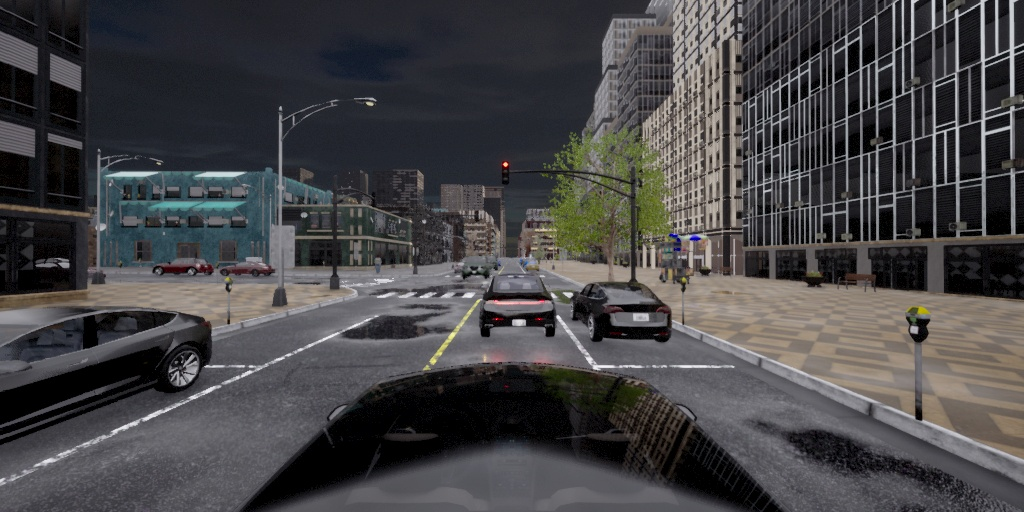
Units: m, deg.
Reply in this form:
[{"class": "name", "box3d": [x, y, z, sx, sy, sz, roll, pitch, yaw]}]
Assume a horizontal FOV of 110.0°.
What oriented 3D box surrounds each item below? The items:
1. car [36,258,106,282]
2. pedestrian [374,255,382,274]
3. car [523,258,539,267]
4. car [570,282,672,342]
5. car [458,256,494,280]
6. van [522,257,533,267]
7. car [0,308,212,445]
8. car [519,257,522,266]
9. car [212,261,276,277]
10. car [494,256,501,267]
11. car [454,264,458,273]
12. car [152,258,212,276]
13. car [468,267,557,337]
[{"class": "car", "box3d": [-28.241, 0.980, 22.519, 4.207, 1.307, 1.802, 0, 0, -1]}, {"class": "pedestrian", "box3d": [-12.734, 0.789, 34.060, 0.375, 1.860, 0.375, 0, -1, -1]}, {"class": "car", "box3d": [2.712, 1.278, 47.771, 1.751, 1.417, 4.829, 0, 0, 0]}, {"class": "car", "box3d": [2.694, 1.316, 9.572, 1.948, 1.339, 4.313, 0, 0, 0]}, {"class": "car", "box3d": [-3.082, 0.976, 31.896, 2.150, 2.045, 5.566, 0, 0, 0]}, {"class": "van", "box3d": [2.715, 1.094, 53.153, 1.690, 1.789, 3.998, 0, 0, 0]}, {"class": "car", "box3d": [-5.689, 1.316, 4.036, 1.948, 1.339, 4.313, 0, 0, 0]}, {"class": "car", "box3d": [2.720, 1.305, 64.255, 2.007, 1.370, 4.403, 0, 0, 0]}, {"class": "car", "box3d": [-22.807, 1.090, 30.973, 4.207, 1.307, 1.802, 0, 0, -1]}, {"class": "car", "box3d": [-3.081, 0.976, 49.489, 2.150, 2.045, 5.566, 0, 0, -1]}, {"class": "car", "box3d": [-5.671, 1.334, 42.052, 1.802, 1.307, 4.207, 0, 0, 0]}, {"class": "car", "box3d": [-28.355, 0.879, 30.898, 4.097, 1.591, 1.967, 0, 0, -1]}, {"class": "car", "box3d": [0.115, 1.242, 10.243, 2.128, 1.511, 4.902, 0, 0, -1]}]
